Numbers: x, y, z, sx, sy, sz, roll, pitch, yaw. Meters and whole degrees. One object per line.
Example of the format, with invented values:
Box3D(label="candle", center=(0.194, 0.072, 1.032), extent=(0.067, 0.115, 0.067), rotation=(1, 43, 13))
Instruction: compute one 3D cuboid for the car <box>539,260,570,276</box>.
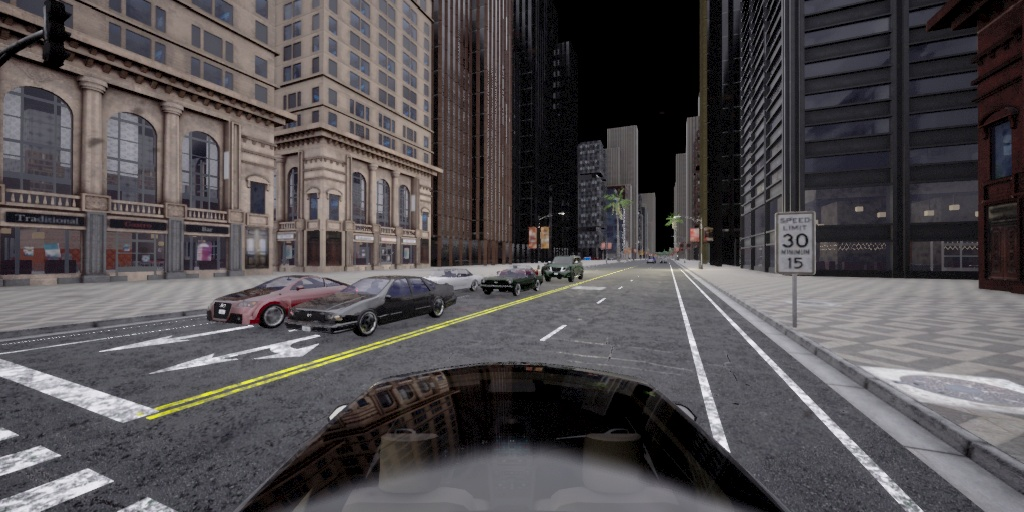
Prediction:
Box3D(label="car", center=(4.601, 1.251, 37.946), extent=(1.882, 1.535, 5.008), rotation=(0, 0, 24))

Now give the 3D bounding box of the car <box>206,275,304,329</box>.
Box3D(label="car", center=(-6.972, 1.316, 11.433), extent=(1.994, 1.385, 4.181), rotation=(0, 0, 24))

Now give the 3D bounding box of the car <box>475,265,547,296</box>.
Box3D(label="car", center=(0.105, 1.358, 19.562), extent=(1.895, 1.301, 4.718), rotation=(0, 0, 24))

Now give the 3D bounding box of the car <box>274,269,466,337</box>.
Box3D(label="car", center=(-3.721, 1.299, 10.770), extent=(2.033, 1.411, 5.357), rotation=(0, 0, 24))

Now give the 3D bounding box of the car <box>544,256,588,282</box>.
Box3D(label="car", center=(4.376, 0.987, 29.369), extent=(2.150, 2.045, 5.566), rotation=(0, 0, 23))

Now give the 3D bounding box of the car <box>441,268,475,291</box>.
Box3D(label="car", center=(-3.481, 1.357, 19.468), extent=(1.895, 1.301, 4.718), rotation=(0, 0, 24))

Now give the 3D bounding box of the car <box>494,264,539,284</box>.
Box3D(label="car", center=(0.495, 1.364, 28.602), extent=(1.895, 1.301, 4.718), rotation=(0, 0, 24))
